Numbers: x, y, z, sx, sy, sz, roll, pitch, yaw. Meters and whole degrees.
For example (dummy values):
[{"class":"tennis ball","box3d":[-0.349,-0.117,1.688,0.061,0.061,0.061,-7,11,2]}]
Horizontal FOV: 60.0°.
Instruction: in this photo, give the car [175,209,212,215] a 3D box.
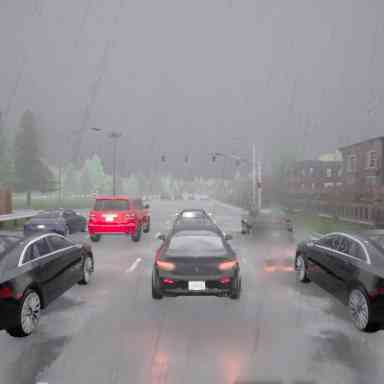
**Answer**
[{"class":"car","box3d":[0.062,1.564,17.063,1.994,1.385,4.181,0,0,0]}]

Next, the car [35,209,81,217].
[{"class":"car","box3d":[-6.936,1.564,17.315,1.994,1.385,4.181,0,0,0]}]

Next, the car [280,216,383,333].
[{"class":"car","box3d":[3.585,1.491,6.769,2.128,1.511,4.902,0,0,0]}]

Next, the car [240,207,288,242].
[{"class":"car","box3d":[3.561,1.505,16.273,1.837,1.490,4.892,0,0,0]}]

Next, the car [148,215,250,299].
[{"class":"car","box3d":[0.085,1.526,8.315,1.812,1.442,4.674,0,0,0]}]

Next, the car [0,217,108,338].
[{"class":"car","box3d":[-3.416,1.491,6.598,2.128,1.511,4.902,0,0,0]}]

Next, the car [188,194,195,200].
[{"class":"car","box3d":[-0.122,1.531,89.790,2.033,1.411,5.357,0,0,0]}]

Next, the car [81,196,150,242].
[{"class":"car","box3d":[-3.435,1.221,16.541,2.150,2.045,5.566,0,0,0]}]

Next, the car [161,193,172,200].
[{"class":"car","box3d":[-7.122,1.217,89.810,2.150,2.045,5.566,0,0,0]}]

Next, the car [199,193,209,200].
[{"class":"car","box3d":[3.378,1.217,89.825,2.150,2.045,5.566,0,0,0]}]

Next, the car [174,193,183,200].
[{"class":"car","box3d":[-3.622,1.217,89.815,2.150,2.045,5.566,0,0,0]}]
